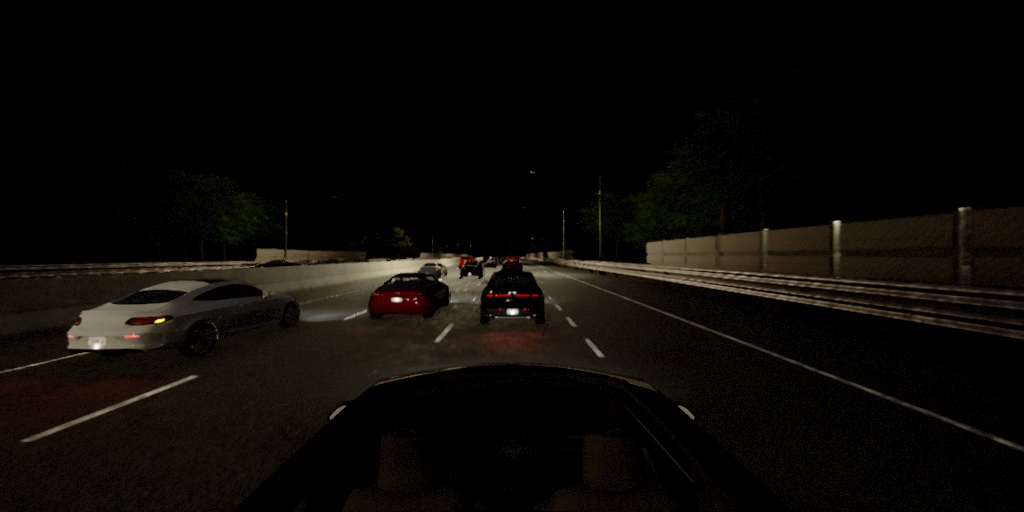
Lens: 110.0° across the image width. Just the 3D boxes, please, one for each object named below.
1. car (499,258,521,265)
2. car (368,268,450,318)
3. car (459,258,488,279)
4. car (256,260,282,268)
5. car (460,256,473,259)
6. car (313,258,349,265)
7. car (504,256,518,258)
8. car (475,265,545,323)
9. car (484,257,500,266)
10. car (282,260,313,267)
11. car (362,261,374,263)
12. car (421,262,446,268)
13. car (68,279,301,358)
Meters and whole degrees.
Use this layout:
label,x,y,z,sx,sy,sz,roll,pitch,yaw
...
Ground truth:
label,x,y,z,sx,sy,sz,roll,pitch,yaw
car,0.054,1.181,31.737,1.882,1.535,5.008,0,0,0
car,-3.477,1.287,12.830,1.994,1.385,4.181,0,0,0
car,-3.448,1.212,31.733,1.837,1.490,4.892,0,0,0
car,-27.980,1.214,42.513,1.882,1.535,5.008,0,0,1
car,-6.911,0.962,55.854,2.150,2.045,5.566,0,0,0
car,-20.988,1.083,42.434,2.097,1.767,4.553,0,0,1
car,0.099,0.961,61.845,2.150,2.045,5.566,0,0,0
car,0.022,1.228,11.937,1.837,1.490,4.892,0,0,0
car,-3.405,1.288,59.787,2.033,1.411,5.357,0,0,0
car,-24.483,1.225,42.683,2.128,1.511,4.902,0,0,1
car,-17.479,1.293,43.294,1.994,1.385,4.181,0,0,1
car,-6.947,1.235,31.734,1.812,1.442,4.674,0,0,0
car,-6.983,1.262,8.346,1.812,1.442,4.674,0,0,0
